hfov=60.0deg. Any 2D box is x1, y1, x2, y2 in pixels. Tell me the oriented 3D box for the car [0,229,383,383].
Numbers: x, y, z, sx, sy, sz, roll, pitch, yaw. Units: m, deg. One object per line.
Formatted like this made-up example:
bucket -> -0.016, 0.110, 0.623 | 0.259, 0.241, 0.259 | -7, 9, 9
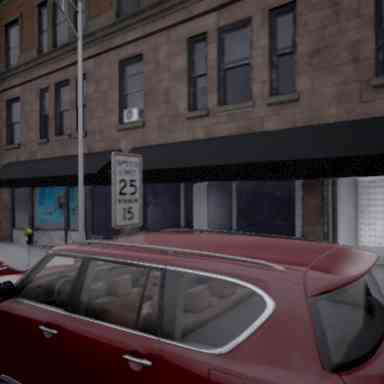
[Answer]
car -> -0.563, 1.337, 3.482 | 5.009, 1.841, 2.192 | -1, 0, 35
